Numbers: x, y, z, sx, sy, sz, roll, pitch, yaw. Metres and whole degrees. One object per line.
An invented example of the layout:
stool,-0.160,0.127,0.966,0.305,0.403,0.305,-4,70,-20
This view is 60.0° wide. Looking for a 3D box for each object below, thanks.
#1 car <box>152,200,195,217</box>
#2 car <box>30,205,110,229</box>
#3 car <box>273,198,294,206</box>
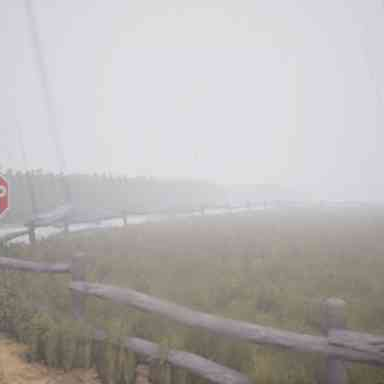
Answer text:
car,-1.653,1.496,31.050,2.128,1.511,4.902,0,0,35
car,-7.914,1.552,22.239,2.033,1.411,5.357,0,0,35
car,12.657,1.495,45.609,2.128,1.511,4.902,0,0,36
